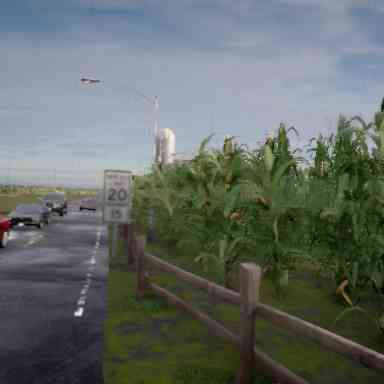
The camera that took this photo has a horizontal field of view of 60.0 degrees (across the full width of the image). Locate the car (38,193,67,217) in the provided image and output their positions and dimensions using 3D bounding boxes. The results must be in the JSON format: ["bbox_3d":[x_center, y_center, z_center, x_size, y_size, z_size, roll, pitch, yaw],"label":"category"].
[{"bbox_3d":[-12.973,1.119,31.161,2.150,2.045,5.566,3,-1,-16],"label":"car"}]

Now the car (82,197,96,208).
[{"bbox_3d":[-15.379,1.571,49.846,1.837,1.490,4.892,3,-1,-16],"label":"car"}]

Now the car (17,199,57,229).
[{"bbox_3d":[-10.214,1.428,21.091,2.033,1.411,5.357,3,-1,-16],"label":"car"}]

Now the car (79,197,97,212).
[{"bbox_3d":[-12.598,1.617,40.314,1.994,1.385,4.181,3,-1,-15],"label":"car"}]

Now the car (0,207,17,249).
[{"bbox_3d":[-7.633,1.331,11.045,1.882,1.535,5.008,3,-1,-14],"label":"car"}]
